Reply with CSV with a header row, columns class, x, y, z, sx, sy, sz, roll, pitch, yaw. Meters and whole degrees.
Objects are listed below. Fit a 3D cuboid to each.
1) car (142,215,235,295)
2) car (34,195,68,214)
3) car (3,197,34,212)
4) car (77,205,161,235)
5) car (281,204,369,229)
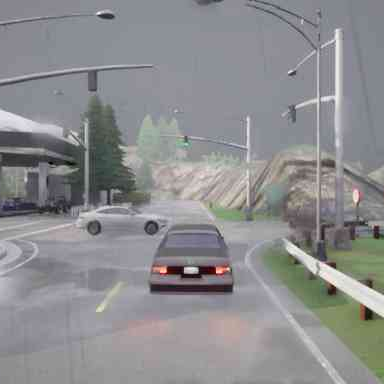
class,x,y,z,sx,sy,sz,roll,pitch,yaw
car,0.036,1.545,8.874,2.033,1.411,5.357,0,0,1
car,-14.583,1.304,35.195,1.905,1.878,3.866,0,0,-1
car,-20.297,1.471,39.464,2.242,1.667,4.611,0,0,-1
car,-3.575,1.410,17.360,4.674,1.442,1.812,0,0,-1
car,6.753,1.354,17.603,2.033,1.411,5.357,0,0,-14
